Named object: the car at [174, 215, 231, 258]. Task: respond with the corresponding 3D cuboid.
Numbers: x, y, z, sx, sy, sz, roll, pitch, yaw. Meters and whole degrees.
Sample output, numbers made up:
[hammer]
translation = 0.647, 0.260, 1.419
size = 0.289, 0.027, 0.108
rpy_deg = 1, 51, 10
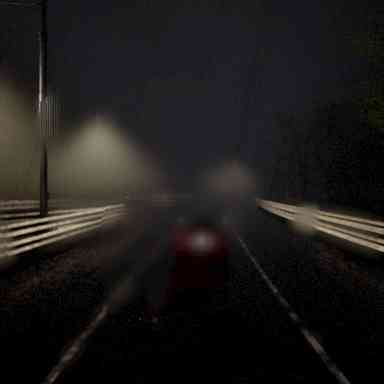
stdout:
[car]
translation = 0.445, 1.561, 12.808
size = 1.994, 1.385, 4.181
rpy_deg = 0, 0, 4
